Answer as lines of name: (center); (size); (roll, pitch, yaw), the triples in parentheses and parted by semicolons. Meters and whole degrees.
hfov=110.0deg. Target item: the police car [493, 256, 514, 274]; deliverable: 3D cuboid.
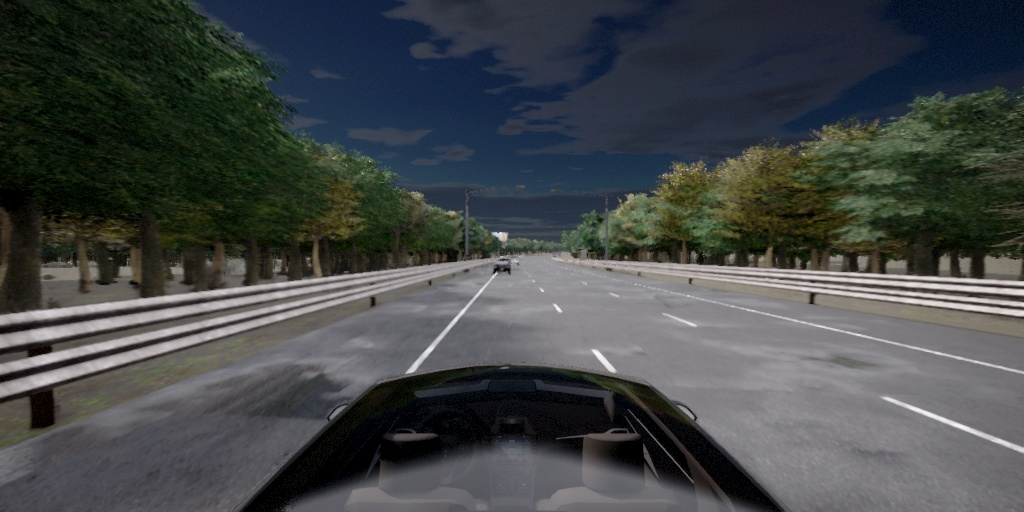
police car: (-1.074, 1.163, 40.081); (1.930, 1.638, 5.238); (0, 0, 0)
